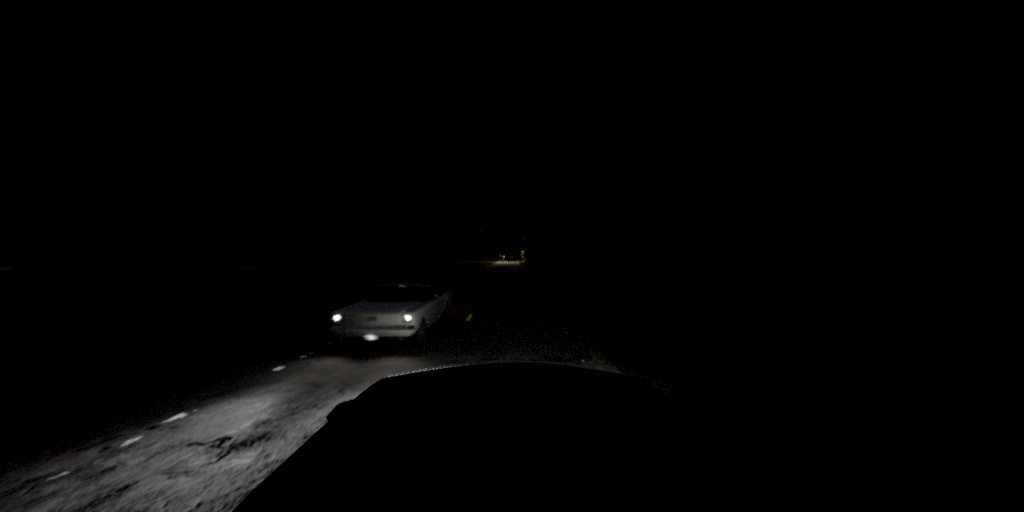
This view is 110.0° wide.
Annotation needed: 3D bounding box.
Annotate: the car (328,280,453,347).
[{"bbox_3d":[-2.851,1.341,9.467,1.895,1.301,4.718,0,0,0],"label":"car"}]
